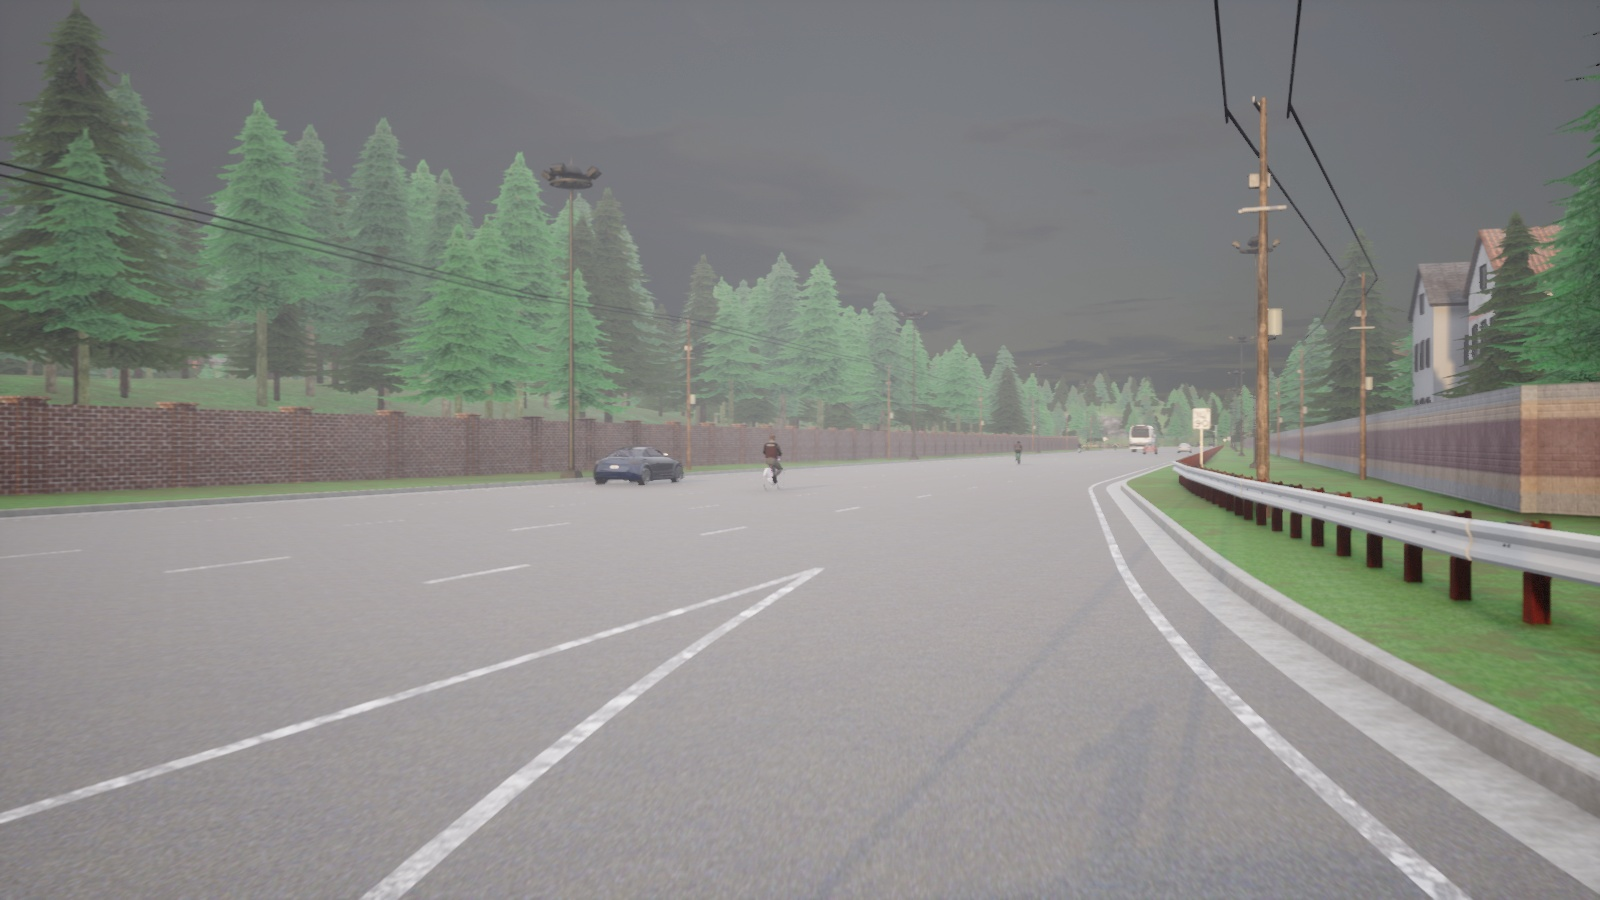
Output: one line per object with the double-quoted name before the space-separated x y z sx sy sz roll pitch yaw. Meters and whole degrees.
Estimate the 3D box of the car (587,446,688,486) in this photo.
"car" -5.857 0.543 45.719 1.994 1.385 4.181 0 0 19

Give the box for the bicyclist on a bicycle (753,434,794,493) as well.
"bicyclist on a bicycle" -0.805 0.396 38.864 0.659 1.776 1.843 0 1 19
